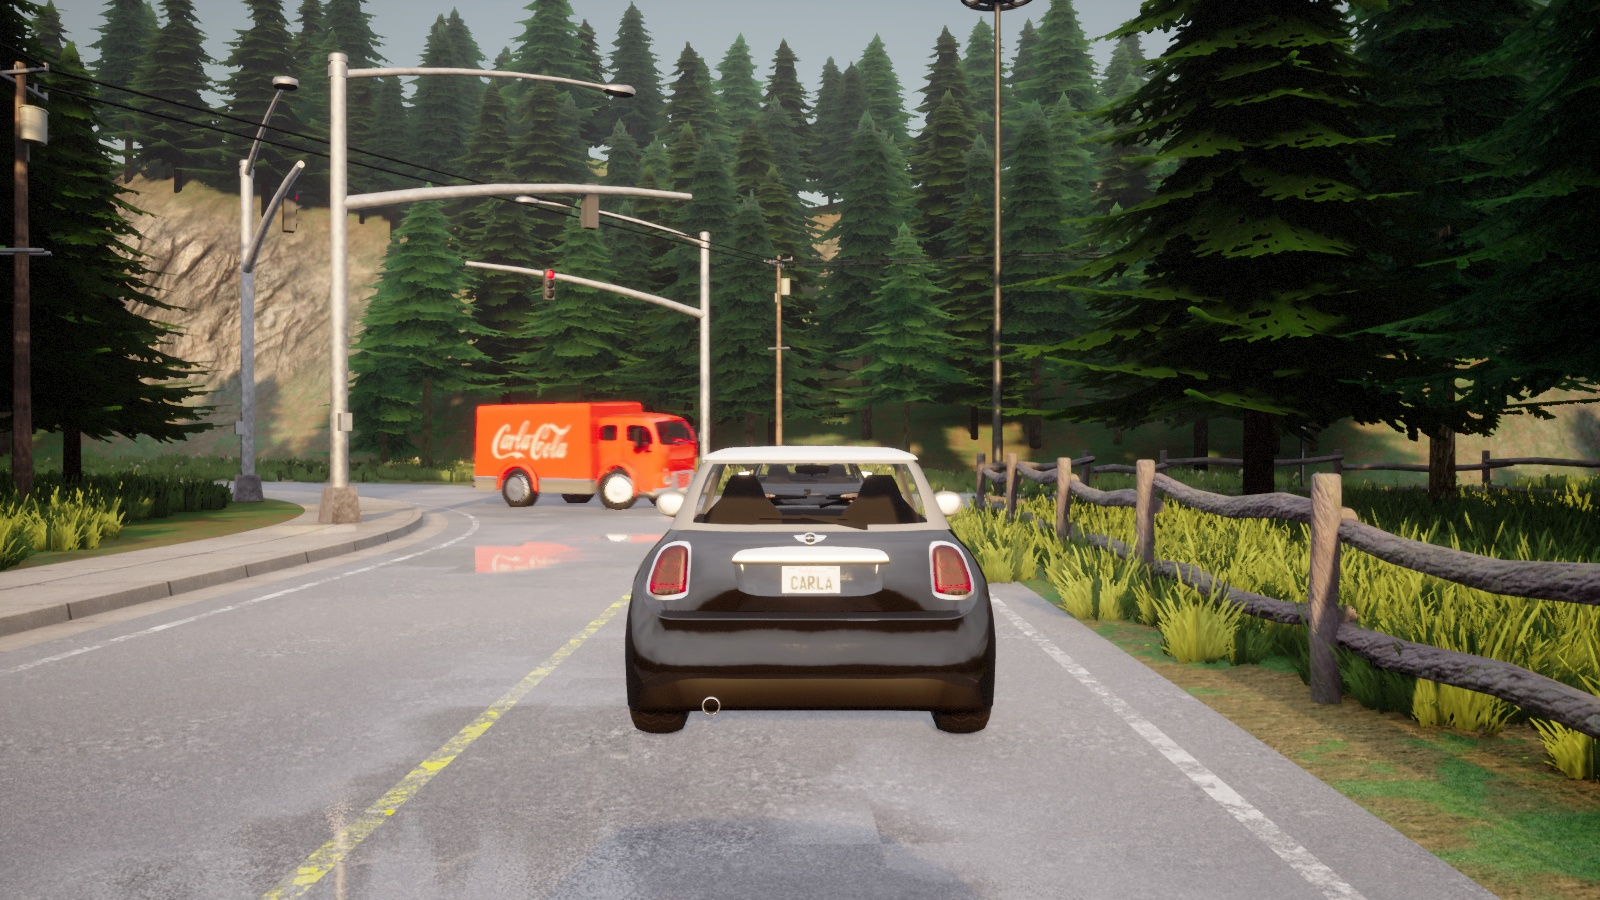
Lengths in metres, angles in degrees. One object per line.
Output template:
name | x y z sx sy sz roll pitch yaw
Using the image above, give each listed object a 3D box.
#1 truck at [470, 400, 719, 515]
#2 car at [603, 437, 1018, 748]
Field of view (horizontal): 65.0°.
truck | -4.832 0.092 29.575 5.204 2.467 2.627 1 3 26
car | 0.058 0.668 7.864 1.970 1.475 3.806 0 0 0
